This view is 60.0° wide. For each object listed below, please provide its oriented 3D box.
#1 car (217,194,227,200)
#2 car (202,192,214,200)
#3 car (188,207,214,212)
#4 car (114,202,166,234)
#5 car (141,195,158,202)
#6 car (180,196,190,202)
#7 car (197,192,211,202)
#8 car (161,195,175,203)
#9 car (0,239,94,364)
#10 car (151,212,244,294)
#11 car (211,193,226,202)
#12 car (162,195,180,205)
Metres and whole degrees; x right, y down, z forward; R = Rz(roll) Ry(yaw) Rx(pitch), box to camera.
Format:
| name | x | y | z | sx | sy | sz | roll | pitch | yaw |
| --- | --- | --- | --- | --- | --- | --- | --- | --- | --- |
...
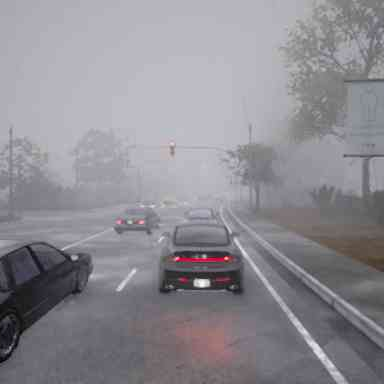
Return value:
| name | x | y | z | sx | sy | sz | roll | pitch | yaw |
| --- | --- | --- | --- | --- | --- | --- | --- | --- | --- |
| car | 7.695 | 1.362 | 85.882 | 2.128 | 1.511 | 4.902 | 0 | 0 | 10 |
| car | 4.179 | 1.043 | 86.105 | 2.150 | 2.045 | 5.566 | 0 | 0 | 10 |
| car | 0.495 | 1.519 | 18.033 | 1.812 | 1.442 | 4.674 | 0 | 0 | 4 |
| car | -2.977 | 1.540 | 18.942 | 2.033 | 1.411 | 5.357 | 0 | 0 | 2 |
| car | -7.196 | 1.329 | 56.961 | 2.097 | 1.767 | 4.553 | 0 | 0 | 7 |
| car | -1.703 | 1.525 | 71.668 | 1.994 | 1.385 | 4.181 | 0 | 0 | 8 |
| car | 2.529 | 1.320 | 76.231 | 2.097 | 1.767 | 4.553 | 0 | 0 | 9 |
| car | -5.193 | 1.497 | 71.995 | 2.128 | 1.511 | 4.902 | 0 | 0 | 8 |
| car | -3.328 | 1.545 | 5.734 | 2.033 | 1.411 | 5.357 | 0 | 0 | 0 |
| car | 0.232 | 1.501 | 8.787 | 1.837 | 1.490 | 4.892 | 0 | 0 | 1 |
| car | 5.998 | 1.491 | 75.760 | 1.812 | 1.442 | 4.674 | 0 | 0 | 9 |
| car | -3.731 | 1.455 | 56.487 | 1.882 | 1.535 | 5.008 | 0 | 0 | 7 |
